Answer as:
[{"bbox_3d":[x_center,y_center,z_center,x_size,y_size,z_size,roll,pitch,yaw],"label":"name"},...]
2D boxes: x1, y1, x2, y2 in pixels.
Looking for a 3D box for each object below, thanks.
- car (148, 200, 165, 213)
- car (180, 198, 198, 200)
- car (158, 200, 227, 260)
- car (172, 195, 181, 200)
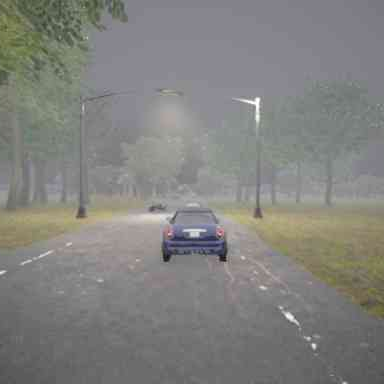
[{"bbox_3d":[-3.644,1.512,36.256,1.895,1.301,4.718,-4,0,0],"label":"car"},{"bbox_3d":[0.081,1.526,29.223,1.994,1.385,4.181,0,0,0],"label":"car"},{"bbox_3d":[0.085,1.332,12.421,2.097,1.767,4.553,0,0,0],"label":"car"},{"bbox_3d":[-3.534,1.289,76.980,1.895,1.301,4.718,0,0,0],"label":"car"}]
